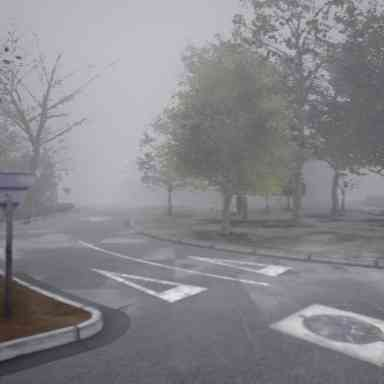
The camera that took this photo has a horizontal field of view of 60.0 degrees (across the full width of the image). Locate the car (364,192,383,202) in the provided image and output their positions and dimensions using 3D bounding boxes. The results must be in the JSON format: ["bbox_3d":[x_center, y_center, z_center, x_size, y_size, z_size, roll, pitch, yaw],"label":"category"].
[{"bbox_3d":[38.952,1.328,70.128,4.553,1.767,2.185,0,1,38],"label":"car"}]
